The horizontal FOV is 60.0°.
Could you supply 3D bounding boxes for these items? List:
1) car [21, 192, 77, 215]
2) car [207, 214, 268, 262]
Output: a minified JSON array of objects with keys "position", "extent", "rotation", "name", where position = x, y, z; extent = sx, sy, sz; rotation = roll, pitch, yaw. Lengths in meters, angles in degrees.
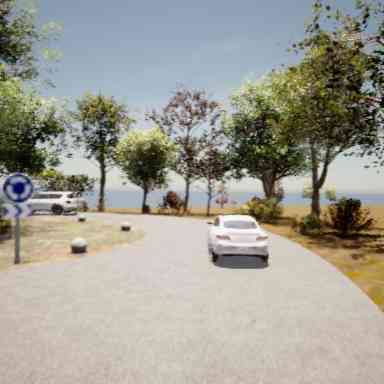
[{"position":[-13.414,1.024,30.396],"extent":[5.566,2.045,2.150],"rotation":[1,-1,1],"name":"car"},{"position":[1.553,1.544,12.208],"extent":[1.812,1.442,4.674],"rotation":[1,0,0],"name":"car"}]
